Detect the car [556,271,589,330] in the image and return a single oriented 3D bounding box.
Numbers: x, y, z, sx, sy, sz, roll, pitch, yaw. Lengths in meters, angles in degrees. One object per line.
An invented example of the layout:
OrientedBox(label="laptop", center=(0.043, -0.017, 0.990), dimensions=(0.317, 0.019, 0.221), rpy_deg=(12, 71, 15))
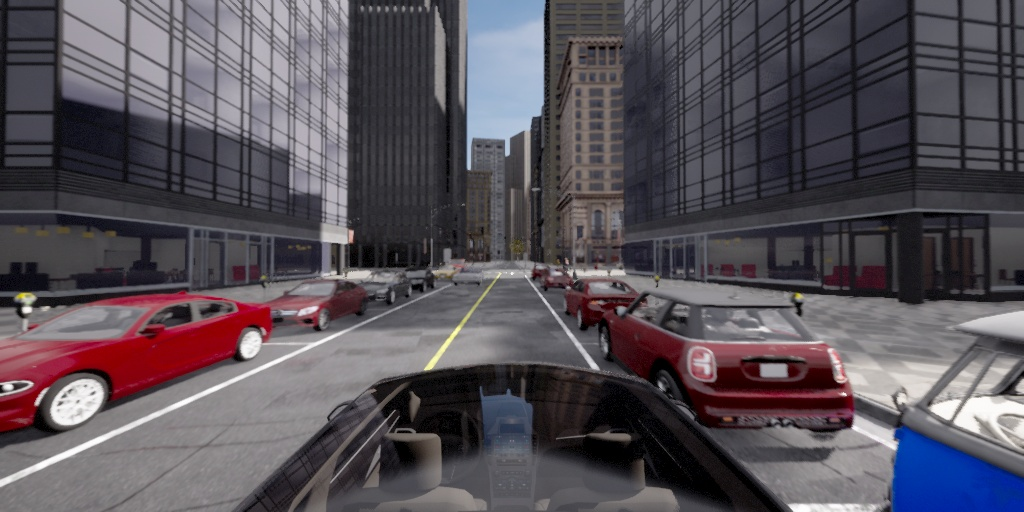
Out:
OrientedBox(label="car", center=(2.672, 1.334, 11.063), dimensions=(1.888, 1.381, 4.507), rpy_deg=(0, 0, 0))

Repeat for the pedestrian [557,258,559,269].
OrientedBox(label="pedestrian", center=(6.152, 1.162, 48.239), dimensions=(0.375, 1.860, 0.375), rpy_deg=(0, -1, 0))

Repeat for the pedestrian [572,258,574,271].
OrientedBox(label="pedestrian", center=(8.152, 1.084, 47.639), dimensions=(0.375, 1.860, 0.375), rpy_deg=(0, -1, 0))

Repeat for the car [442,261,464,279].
OrientedBox(label="car", center=(-5.845, 1.440, 32.735), dimensions=(1.751, 1.417, 4.829), rpy_deg=(0, 0, 0))

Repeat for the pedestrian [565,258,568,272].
OrientedBox(label="pedestrian", center=(7.152, 1.132, 47.039), dimensions=(0.375, 1.860, 0.375), rpy_deg=(0, -1, 0))

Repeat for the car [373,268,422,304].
OrientedBox(label="car", center=(-5.851, 1.366, 16.529), dimensions=(2.007, 1.370, 4.403), rpy_deg=(0, 0, 0))

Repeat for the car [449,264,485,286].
OrientedBox(label="car", center=(-3.088, 1.472, 26.289), dimensions=(1.895, 1.301, 4.718), rpy_deg=(0, 0, 0))

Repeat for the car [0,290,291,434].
OrientedBox(label="car", center=(-5.855, 1.310, 5.612), dimensions=(1.888, 1.381, 4.507), rpy_deg=(0, 0, 0))

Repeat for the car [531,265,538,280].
OrientedBox(label="car", center=(2.680, 1.460, 32.900), dimensions=(1.888, 1.381, 4.507), rpy_deg=(0, 0, 0))

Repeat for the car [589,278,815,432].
OrientedBox(label="car", center=(2.670, 1.205, 5.604), dimensions=(1.967, 1.591, 4.097), rpy_deg=(0, 0, 0))

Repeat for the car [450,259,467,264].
OrientedBox(label="car", center=(-5.843, 1.268, 38.365), dimensions=(2.192, 1.841, 5.009), rpy_deg=(0, 0, 0))

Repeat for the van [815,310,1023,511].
OrientedBox(label="van", center=(2.668, 1.085, 0.144), dimensions=(1.690, 1.789, 3.998), rpy_deg=(0, 0, 0))

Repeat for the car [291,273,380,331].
OrientedBox(label="car", center=(-5.853, 1.371, 11.071), dimensions=(1.802, 1.307, 4.207), rpy_deg=(0, 0, 0))

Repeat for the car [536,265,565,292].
OrientedBox(label="car", center=(2.676, 1.427, 21.981), dimensions=(1.802, 1.307, 4.207), rpy_deg=(0, 0, 0))

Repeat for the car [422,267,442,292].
OrientedBox(label="car", center=(-5.849, 1.411, 21.988), dimensions=(1.948, 1.339, 4.313), rpy_deg=(0, 0, 0))
